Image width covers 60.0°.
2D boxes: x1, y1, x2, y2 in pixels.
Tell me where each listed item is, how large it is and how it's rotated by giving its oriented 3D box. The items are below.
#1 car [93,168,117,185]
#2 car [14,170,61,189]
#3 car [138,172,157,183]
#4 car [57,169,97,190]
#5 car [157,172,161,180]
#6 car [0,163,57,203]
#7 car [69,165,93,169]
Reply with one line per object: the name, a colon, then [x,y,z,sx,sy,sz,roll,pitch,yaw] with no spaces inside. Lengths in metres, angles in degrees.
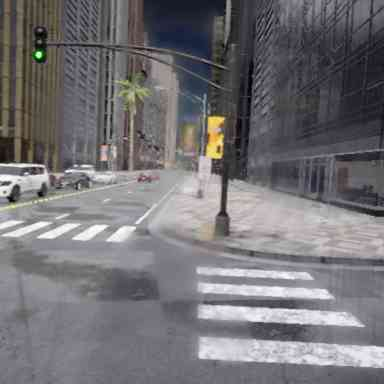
car: [-10.020,-1.679,38.923,1.812,1.442,4.674,3,4,0]
car: [-13.412,-1.178,29.157,1.812,1.442,4.674,3,4,1]
car: [-6.697,-2.165,48.490,1.812,1.442,4.674,3,4,0]
car: [-10.167,-1.022,28.988,1.837,1.490,4.892,3,4,1]
car: [-6.618,-2.826,58.773,1.994,1.385,4.181,3,4,0]
car: [-10.259,-0.634,19.277,2.150,2.045,5.566,3,4,0]
car: [-13.244,-2.200,39.682,2.150,2.045,5.566,3,4,0]
